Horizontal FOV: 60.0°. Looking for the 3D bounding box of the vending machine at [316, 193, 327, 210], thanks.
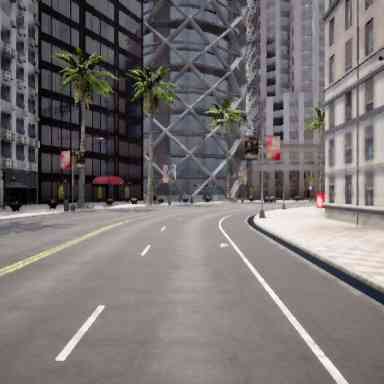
[{"bbox_3d":[16.401,1.178,42.160,1.100,2.100,0.880,0,0,45],"label":"vending machine"}]
